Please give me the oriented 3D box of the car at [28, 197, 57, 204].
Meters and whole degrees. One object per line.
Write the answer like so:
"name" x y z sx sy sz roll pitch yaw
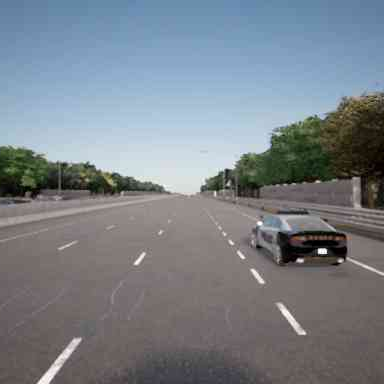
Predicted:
"car" -17.544 1.396 39.086 2.097 1.767 4.553 0 0 1

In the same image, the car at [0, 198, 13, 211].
"car" -24.522 1.557 41.278 1.837 1.490 4.892 0 -1 1

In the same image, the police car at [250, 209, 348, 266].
"police car" 3.458 1.439 11.752 1.930 1.638 5.238 1 0 -3

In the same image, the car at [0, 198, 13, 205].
"car" -21.067 1.515 35.420 1.882 1.535 5.008 0 0 0
